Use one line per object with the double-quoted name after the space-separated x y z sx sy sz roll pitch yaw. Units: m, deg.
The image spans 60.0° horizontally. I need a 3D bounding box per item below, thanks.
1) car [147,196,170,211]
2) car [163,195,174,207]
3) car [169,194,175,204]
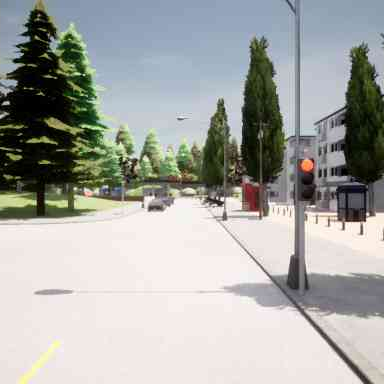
-4.172 1.547 40.101 2.033 1.411 5.357 0 0 0 "car"
-4.176 1.564 50.039 1.994 1.385 4.181 0 0 0 "car"
-4.148 1.505 60.031 1.837 1.490 4.892 0 0 0 "car"
